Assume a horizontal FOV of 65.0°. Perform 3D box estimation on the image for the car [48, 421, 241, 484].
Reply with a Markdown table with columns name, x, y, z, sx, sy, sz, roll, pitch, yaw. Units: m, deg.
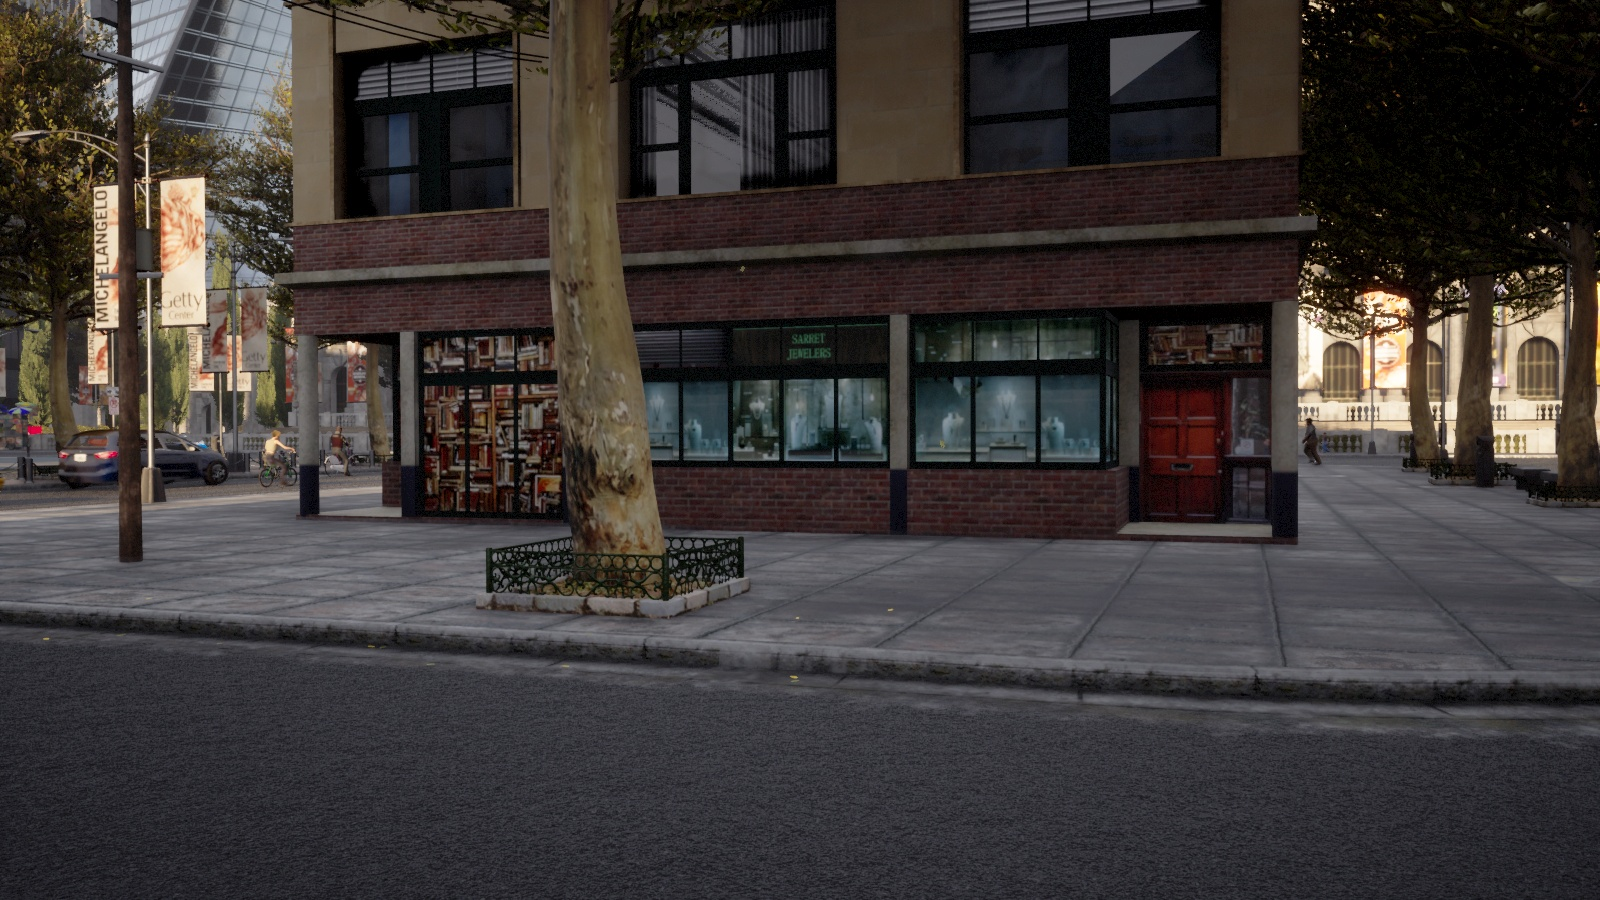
| name | x | y | z | sx | sy | sz | roll | pitch | yaw |
| --- | --- | --- | --- | --- | --- | --- | --- | --- | --- |
| car | -18.614 | 0.024 | 35.943 | 2.242 | 1.667 | 4.611 | 1 | 1 | 20 |

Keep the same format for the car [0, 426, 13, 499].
| name | x | y | z | sx | sy | sz | roll | pitch | yaw |
| --- | --- | --- | --- | --- | --- | --- | --- | --- | --- |
| car | -18.823 | 0.294 | 25.030 | 1.801 | 1.575 | 5.366 | 1 | 1 | 19 |

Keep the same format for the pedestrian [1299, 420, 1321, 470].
| name | x | y | z | sx | sy | sz | roll | pitch | yaw |
| --- | --- | --- | --- | --- | --- | --- | --- | --- | --- |
| pedestrian | 19.130 | -0.199 | 47.112 | 0.694 | 1.848 | 0.540 | 1 | 1 | 25 |

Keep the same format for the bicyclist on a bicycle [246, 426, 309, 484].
| name | x | y | z | sx | sy | sz | roll | pitch | yaw |
| --- | --- | --- | --- | --- | --- | --- | --- | --- | --- |
| bicyclist on a bicycle | -14.920 | 0.132 | 35.911 | 0.866 | 1.612 | 1.509 | 0 | 1 | 20 |

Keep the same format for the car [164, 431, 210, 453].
| name | x | y | z | sx | sy | sz | roll | pitch | yaw |
| --- | --- | --- | --- | --- | --- | --- | --- | --- | --- |
| car | -38.622 | -0.531 | 79.176 | 2.207 | 1.376 | 1.481 | 0 | 1 | 20 |

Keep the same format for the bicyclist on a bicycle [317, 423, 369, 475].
| name | x | y | z | sx | sy | sz | roll | pitch | yaw |
| --- | --- | --- | --- | --- | --- | --- | --- | --- | --- |
| bicyclist on a bicycle | -15.905 | -0.063 | 43.725 | 0.659 | 1.776 | 1.843 | 1 | 1 | 20 |
